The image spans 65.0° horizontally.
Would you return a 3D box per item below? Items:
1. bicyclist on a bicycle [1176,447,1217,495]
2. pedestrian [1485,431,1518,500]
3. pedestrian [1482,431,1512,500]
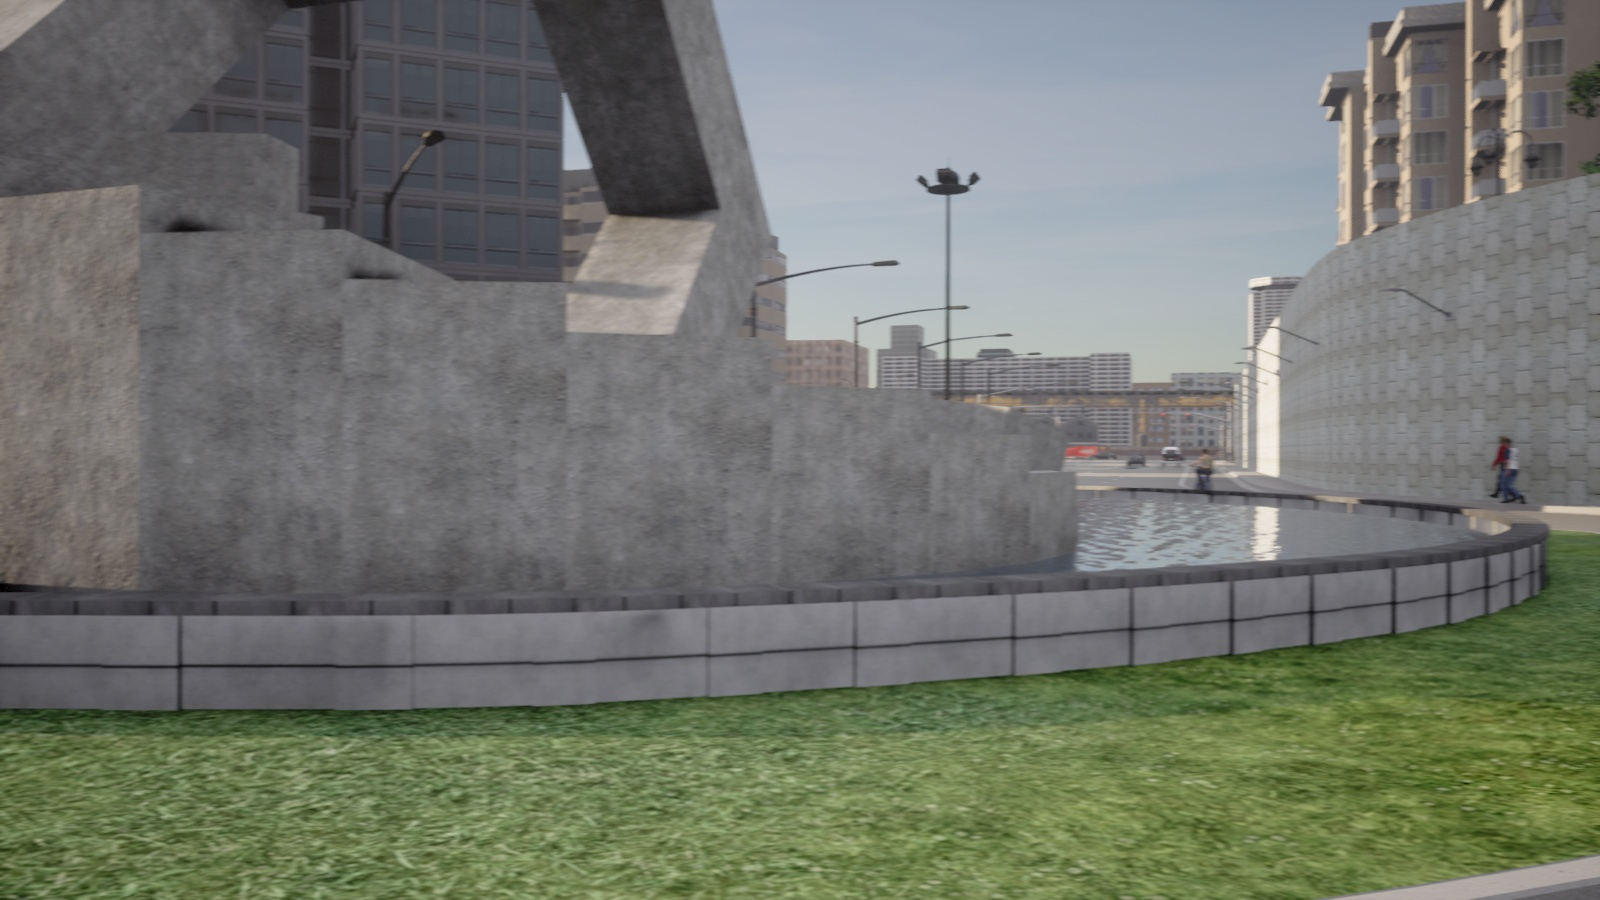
[{"bbox_3d":[13.497,0.701,42.783,0.866,1.612,1.509,1,0,-3],"label":"bicyclist on a bicycle"},{"bbox_3d":[18.676,0.407,33.459,0.354,1.836,0.706,0,0,-20],"label":"pedestrian"},{"bbox_3d":[18.923,0.407,34.089,0.331,1.846,0.636,0,0,-23],"label":"pedestrian"}]
